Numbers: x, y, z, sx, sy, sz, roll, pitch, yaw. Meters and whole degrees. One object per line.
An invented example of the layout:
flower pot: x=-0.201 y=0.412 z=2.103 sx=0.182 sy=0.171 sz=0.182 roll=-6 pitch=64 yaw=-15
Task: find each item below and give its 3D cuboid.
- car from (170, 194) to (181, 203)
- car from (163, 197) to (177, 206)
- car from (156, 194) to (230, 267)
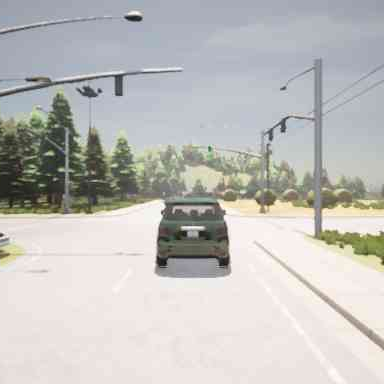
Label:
car: x=-3.504 y=1.298 z=69.975 sx=2.097 sy=1.767 sz=4.553 roll=0 pitch=0 yaw=0
car: x=-3.566 y=1.526 z=54.824 sx=1.994 sy=1.385 sz=4.181 roll=0 pitch=0 yaw=0
car: x=0.047 y=1.213 z=11.507 sx=2.150 sy=2.045 sz=5.566 roll=0 pitch=0 yaw=0
